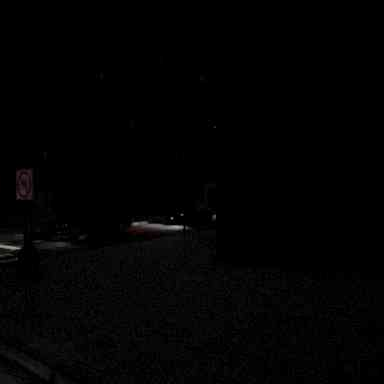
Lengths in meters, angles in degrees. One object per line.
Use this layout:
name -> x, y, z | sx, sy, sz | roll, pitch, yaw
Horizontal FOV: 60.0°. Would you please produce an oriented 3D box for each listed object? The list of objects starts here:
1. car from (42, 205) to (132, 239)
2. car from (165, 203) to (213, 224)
car -> -5.459, 1.516, 17.892 | 1.882, 1.535, 5.008 | 0, 0, 35
car -> -0.080, 1.582, 25.443 | 1.812, 1.442, 4.674 | 0, 0, 35
